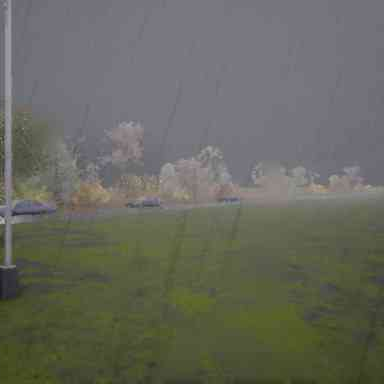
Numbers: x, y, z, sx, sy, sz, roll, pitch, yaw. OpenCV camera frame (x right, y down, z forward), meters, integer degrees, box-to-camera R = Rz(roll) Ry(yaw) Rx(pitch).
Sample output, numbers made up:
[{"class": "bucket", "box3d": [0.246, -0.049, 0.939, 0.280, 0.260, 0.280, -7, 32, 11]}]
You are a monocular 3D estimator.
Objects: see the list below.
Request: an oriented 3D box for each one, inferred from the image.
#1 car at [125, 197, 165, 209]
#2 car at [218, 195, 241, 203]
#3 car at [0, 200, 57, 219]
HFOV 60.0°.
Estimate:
[{"class": "car", "box3d": [-5.477, 1.249, 39.706, 2.033, 1.411, 5.357, 0, 1, 36]}, {"class": "car", "box3d": [6.218, 1.132, 55.536, 1.895, 1.301, 4.718, 0, 1, 36]}, {"class": "car", "box3d": [-14.161, 1.373, 27.830, 2.033, 1.411, 5.357, 0, 1, 36]}]
